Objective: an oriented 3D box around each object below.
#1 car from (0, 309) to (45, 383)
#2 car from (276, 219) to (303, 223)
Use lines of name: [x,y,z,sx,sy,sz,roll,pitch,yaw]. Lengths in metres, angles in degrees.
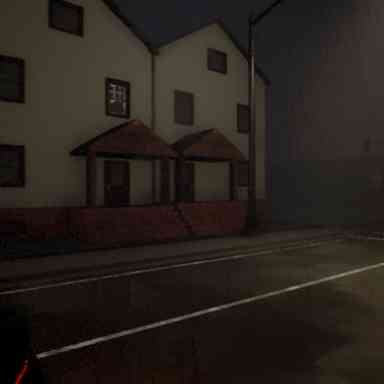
car: [-3.375,1.510,1.570,4.892,1.490,1.837,0,0,-35]
car: [8.773,3.390,32.140,2.097,1.767,4.553,-1,-12,-36]
